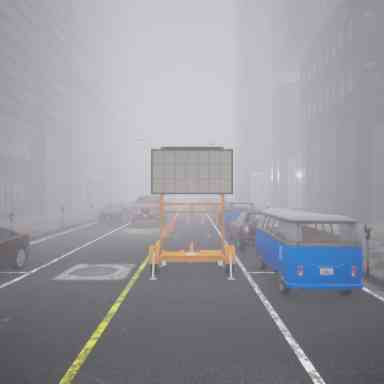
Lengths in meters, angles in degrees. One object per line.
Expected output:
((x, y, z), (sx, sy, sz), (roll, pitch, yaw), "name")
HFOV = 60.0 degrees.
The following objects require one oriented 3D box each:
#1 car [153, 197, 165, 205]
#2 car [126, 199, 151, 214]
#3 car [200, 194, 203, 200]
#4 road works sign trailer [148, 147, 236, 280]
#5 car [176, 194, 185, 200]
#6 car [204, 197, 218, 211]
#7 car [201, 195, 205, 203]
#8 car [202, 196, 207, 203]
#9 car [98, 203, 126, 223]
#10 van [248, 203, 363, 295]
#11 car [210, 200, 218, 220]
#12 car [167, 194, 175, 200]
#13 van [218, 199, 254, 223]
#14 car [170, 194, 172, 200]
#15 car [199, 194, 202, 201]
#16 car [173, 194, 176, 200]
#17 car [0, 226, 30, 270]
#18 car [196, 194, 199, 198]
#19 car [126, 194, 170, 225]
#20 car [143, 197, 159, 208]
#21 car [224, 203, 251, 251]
((-5.839, 1.547, 59.074), (1.802, 1.307, 4.206), (1, 0, 0), "car")
((-5.842, 1.540, 36.575), (2.008, 1.369, 4.403), (1, 0, 0), "car")
((2.687, 1.517, 53.453), (1.887, 1.381, 4.507), (1, 0, 0), "car")
((0.003, 0.465, 9.916), (2.380, 3.560, 2.880), (0, 0, 0), "road works sign trailer")
((-2.985, 1.141, 87.960), (2.150, 2.045, 5.566), (0, 0, 0), "car")
((2.683, 1.540, 36.579), (2.008, 1.369, 4.403), (1, 0, 0), "car")
((2.685, 1.524, 47.828), (1.887, 1.381, 4.507), (1, 0, 0), "car")
((2.684, 1.529, 42.204), (1.887, 1.381, 4.507), (1, 0, 0), "car")
((-5.844, 1.540, 25.327), (1.887, 1.381, 4.507), (1, 0, 0), "car")
((2.680, 1.342, 8.455), (1.690, 1.788, 3.998), (1, 0, 0), "van")
((2.681, 1.546, 25.330), (2.008, 1.369, 4.403), (1, 0, 0), "car")
((-5.831, 1.349, 92.820), (1.967, 1.590, 4.097), (1, 0, 0), "car")
((2.682, 1.339, 19.705), (1.690, 1.788, 3.998), (1, 0, 0), "van")
((-5.835, 1.388, 70.322), (1.967, 1.590, 4.097), (1, 0, 0), "car")
((2.687, 1.510, 59.078), (1.887, 1.381, 4.507), (1, 0, 0), "car")
((-5.834, 1.485, 87.196), (1.947, 1.339, 4.313), (1, 0, 0), "car")
((-5.848, 1.545, 8.453), (1.887, 1.381, 4.507), (1, 0, 0), "car")
((2.691, 1.473, 81.577), (1.887, 1.381, 4.507), (1, 0, 0), "car")
((-3.095, 1.218, 24.673), (2.150, 2.045, 5.566), (0, 0, 0), "car")
((-5.840, 1.504, 47.654), (1.752, 1.417, 4.829), (1, 0, 0), "car")
((2.680, 1.440, 14.080), (1.967, 1.590, 4.097), (1, 0, 0), "car")
